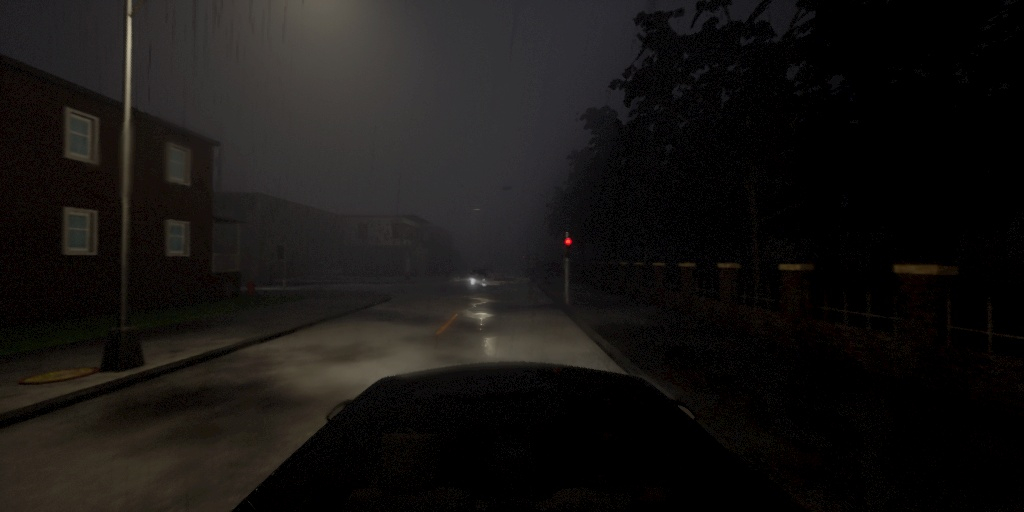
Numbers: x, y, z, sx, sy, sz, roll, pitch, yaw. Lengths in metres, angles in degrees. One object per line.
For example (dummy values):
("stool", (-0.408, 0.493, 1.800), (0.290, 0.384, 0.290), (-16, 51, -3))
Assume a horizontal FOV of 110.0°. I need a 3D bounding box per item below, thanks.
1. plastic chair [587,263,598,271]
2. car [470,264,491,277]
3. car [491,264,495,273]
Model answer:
("plastic chair", (14.308, 2.133, 63.464), (0.730, 1.272, 0.750), (0, 0, -35))
("car", (-4.097, 1.927, 44.734), (1.895, 1.301, 4.718), (0, -1, 0))
("car", (-4.046, 2.053, 61.337), (1.837, 1.490, 4.892), (0, -1, 0))
